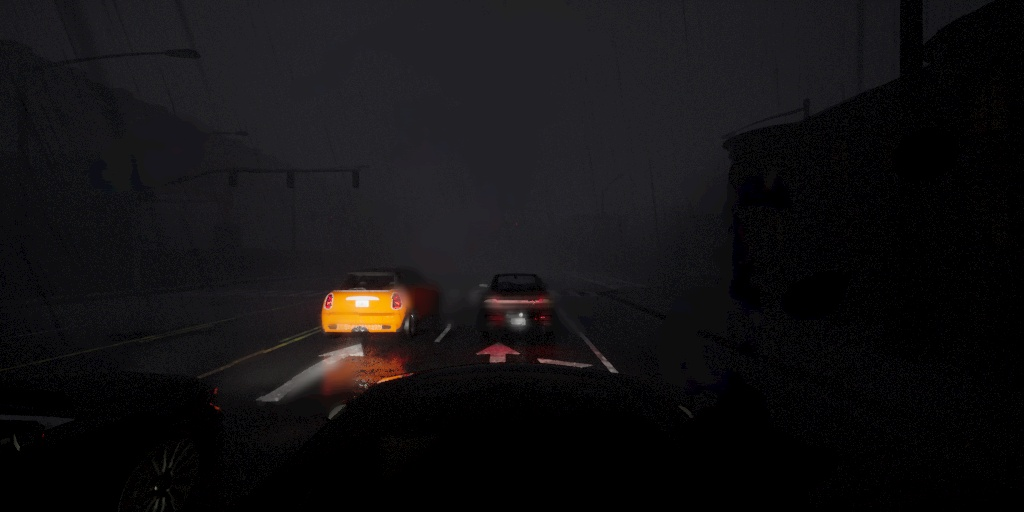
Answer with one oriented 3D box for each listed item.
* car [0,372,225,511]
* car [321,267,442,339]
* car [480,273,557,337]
[{"bbox_3d":[-3.400,1.242,1.101,2.128,1.511,4.902,0,0,0],"label":"car"},{"bbox_3d":[-3.394,1.102,10.250,2.097,1.767,4.553,0,0,0],"label":"car"},{"bbox_3d":[0.115,1.242,10.292,2.128,1.511,4.902,0,0,-1],"label":"car"}]
